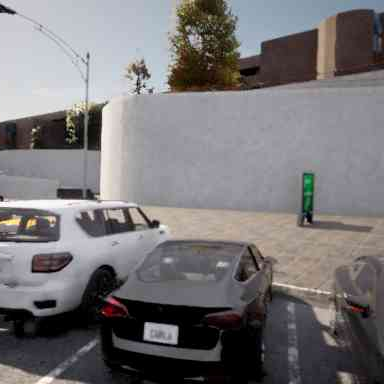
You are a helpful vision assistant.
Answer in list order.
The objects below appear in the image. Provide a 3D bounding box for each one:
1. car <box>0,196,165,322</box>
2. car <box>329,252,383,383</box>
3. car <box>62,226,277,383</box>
[{"bbox_3d":[-2.129,1.187,7.350,2.435,2.045,5.566,1,0,15],"label":"car"},{"bbox_3d":[2.758,1.531,3.833,2.002,1.452,4.674,1,0,15],"label":"car"},{"bbox_3d":[0.309,1.494,5.608,2.163,1.488,4.792,0,0,15],"label":"car"}]
